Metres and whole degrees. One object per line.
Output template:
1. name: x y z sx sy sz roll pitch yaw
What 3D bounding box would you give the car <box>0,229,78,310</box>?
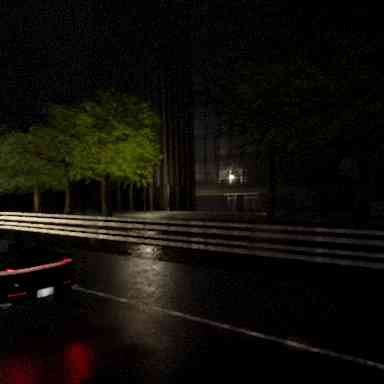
1. car: -4.531 1.558 7.213 4.902 1.511 2.128 -1 0 35
